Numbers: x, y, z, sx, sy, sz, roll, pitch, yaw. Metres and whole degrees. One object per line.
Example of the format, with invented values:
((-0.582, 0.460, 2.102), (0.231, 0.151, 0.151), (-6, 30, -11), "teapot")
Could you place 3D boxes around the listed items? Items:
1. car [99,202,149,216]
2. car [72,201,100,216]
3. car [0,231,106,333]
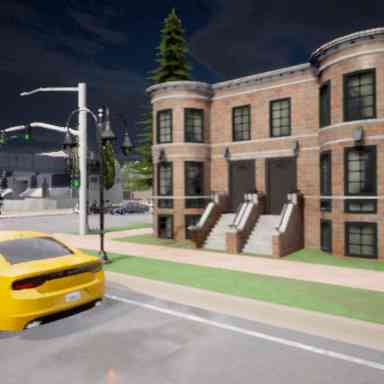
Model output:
((-6.951, 1.759, 35.776), (2.033, 1.411, 5.357), (-1, 0, 33), "car")
((-10.792, 1.744, 36.417), (1.837, 1.490, 4.892), (0, 0, 33), "car")
((-3.908, 1.534, 6.755), (5.008, 1.535, 1.882), (-1, 0, 36), "car")
